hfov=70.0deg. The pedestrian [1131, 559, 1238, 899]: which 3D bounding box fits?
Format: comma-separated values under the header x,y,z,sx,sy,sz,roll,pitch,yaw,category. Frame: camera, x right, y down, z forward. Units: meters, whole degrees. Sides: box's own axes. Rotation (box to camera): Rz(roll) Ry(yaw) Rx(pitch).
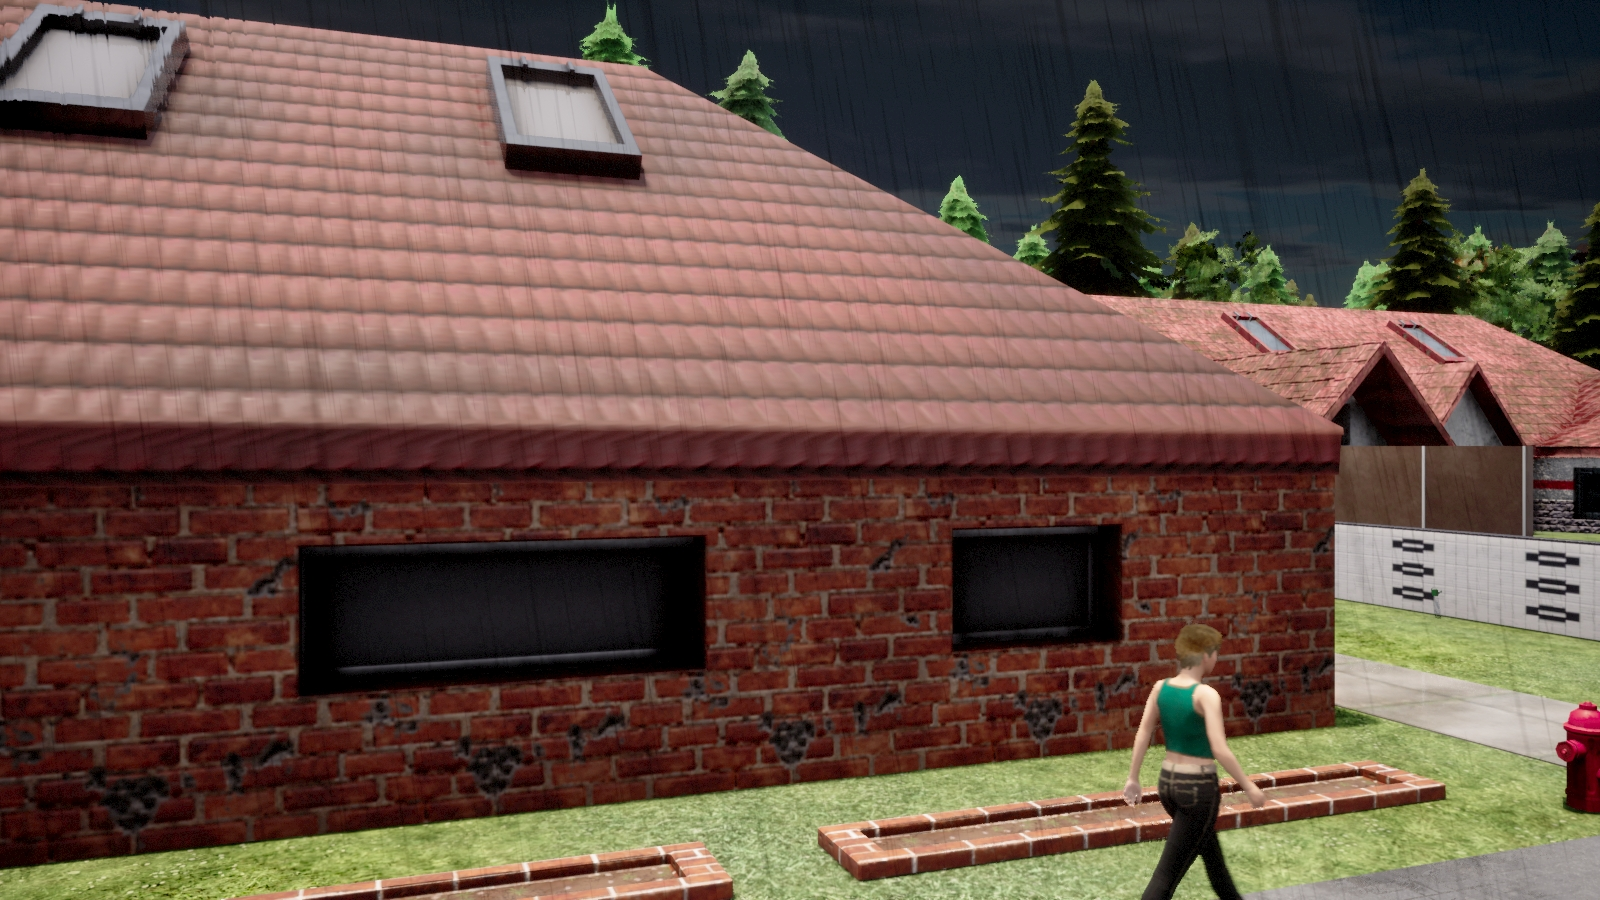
x,y,z,sx,sy,sz,roll,pitch,yaw,category
2.000,1.524,5.963,0.375,1.860,0.375,0,0,-20,pedestrian
